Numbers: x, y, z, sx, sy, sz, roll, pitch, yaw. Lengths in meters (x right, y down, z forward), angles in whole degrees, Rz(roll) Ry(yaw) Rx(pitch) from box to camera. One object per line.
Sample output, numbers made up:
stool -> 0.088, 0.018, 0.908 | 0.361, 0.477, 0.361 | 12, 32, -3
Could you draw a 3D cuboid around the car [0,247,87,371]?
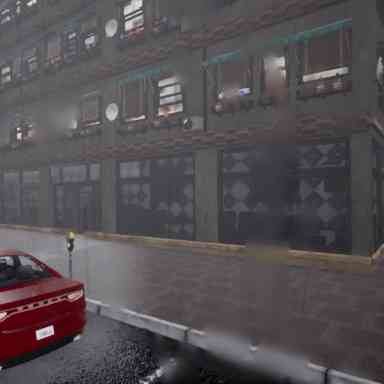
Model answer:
car -> -3.569, 1.546, 5.274 | 4.507, 1.381, 1.887 | 0, -1, 35
